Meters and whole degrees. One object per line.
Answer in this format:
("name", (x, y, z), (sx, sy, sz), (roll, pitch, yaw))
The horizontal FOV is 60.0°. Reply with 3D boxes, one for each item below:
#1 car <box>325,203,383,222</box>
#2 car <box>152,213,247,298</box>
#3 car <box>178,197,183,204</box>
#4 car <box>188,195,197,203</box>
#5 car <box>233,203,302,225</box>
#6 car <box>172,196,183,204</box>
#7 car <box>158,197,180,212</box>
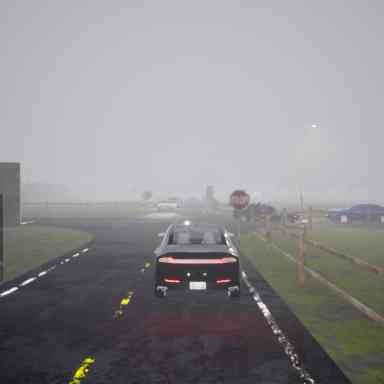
("car", (13.010, 1.590, 25.922), (5.008, 1.535, 1.882), (0, 0, 0))
("car", (0.111, 1.491, 8.483), (2.128, 1.511, 4.902), (0, 0, 0))
("car", (-2.786, 1.473, 48.503), (1.882, 1.535, 5.008), (0, 1, 0))
("car", (0.157, 1.468, 71.326), (1.882, 1.535, 5.008), (0, 0, 0))
("car", (5.328, 1.556, 23.963), (4.892, 1.490, 1.837), (0, 1, 25))
("car", (-2.738, 1.556, 63.077), (1.994, 1.385, 4.181), (0, 0, 0))
("car", (-2.835, 1.597, 39.025), (1.895, 1.301, 4.718), (0, 0, 1))
